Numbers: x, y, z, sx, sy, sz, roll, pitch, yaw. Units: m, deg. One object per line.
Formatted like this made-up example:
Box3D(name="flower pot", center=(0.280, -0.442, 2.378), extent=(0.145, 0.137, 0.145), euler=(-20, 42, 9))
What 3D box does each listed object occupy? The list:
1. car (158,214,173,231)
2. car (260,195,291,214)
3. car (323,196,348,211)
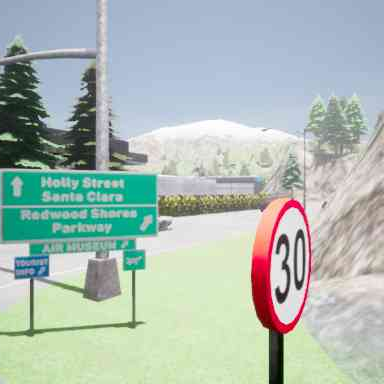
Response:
Box3D(name="car", center=(-3.310, 1.792, 20.059), extent=(1.895, 1.301, 4.718), euler=(0, 0, 36))
Box3D(name="car", center=(9.732, 1.412, 38.073), extent=(2.150, 2.045, 5.566), euler=(0, 0, 36))
Box3D(name="car", center=(18.945, 1.683, 44.537), extent=(2.128, 1.511, 4.902), euler=(0, 0, 36))
